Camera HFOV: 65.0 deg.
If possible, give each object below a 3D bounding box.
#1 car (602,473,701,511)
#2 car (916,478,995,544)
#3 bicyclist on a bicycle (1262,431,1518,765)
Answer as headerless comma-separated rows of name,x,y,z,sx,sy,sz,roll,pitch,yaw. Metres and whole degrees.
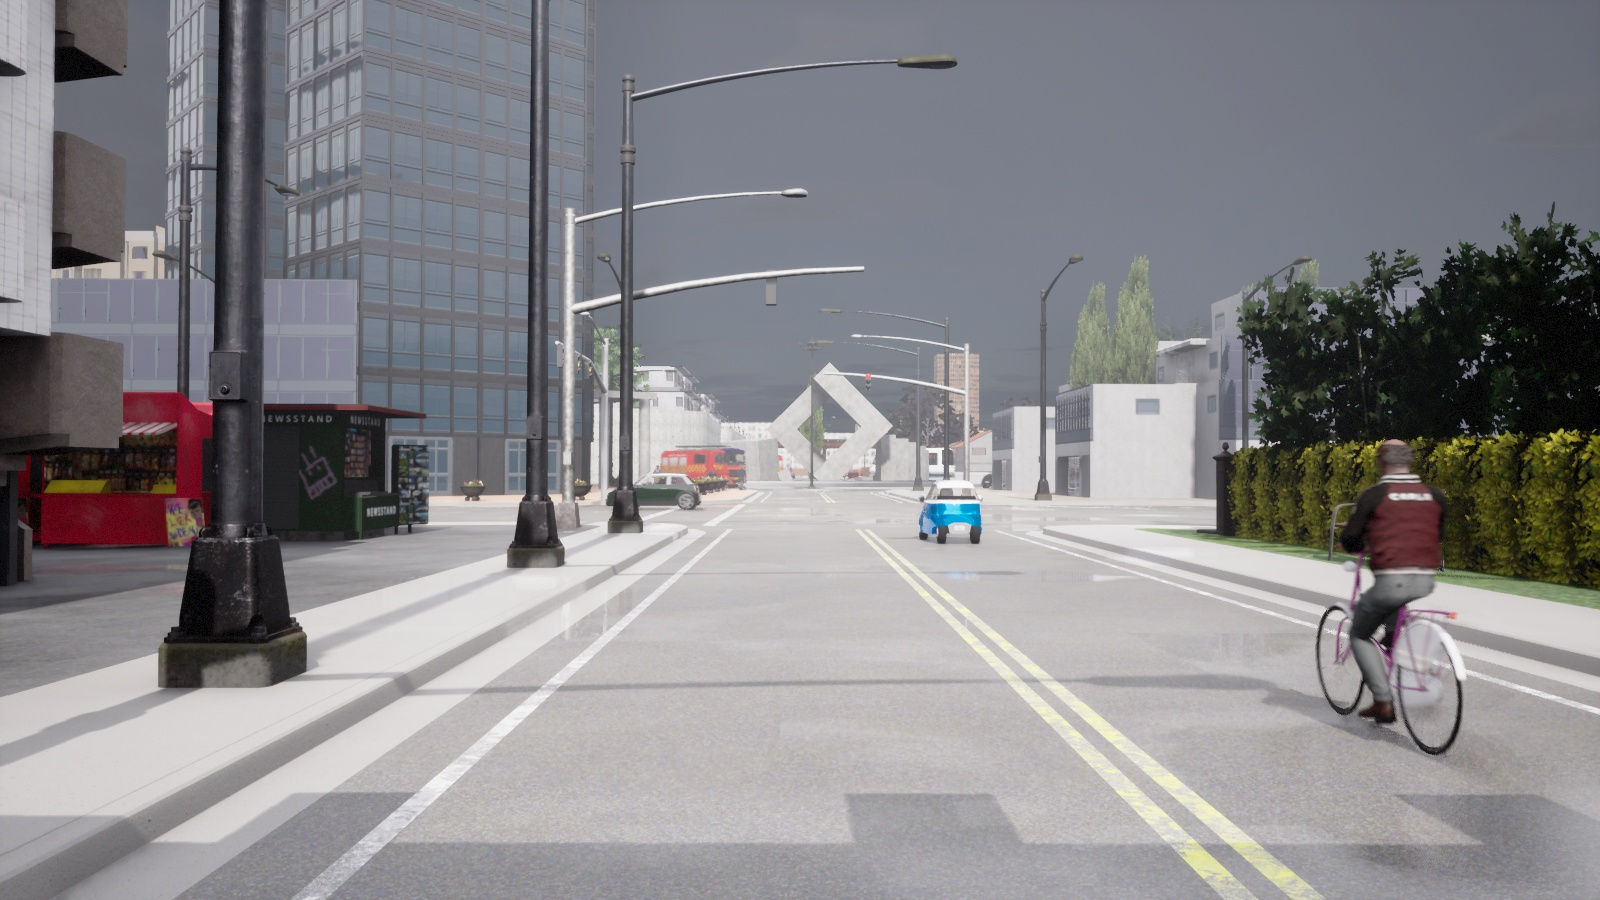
car,-5.973,1.702,50.942,3.806,1.475,1.970,0,-1,-1
car,3.429,1.324,27.981,1.481,1.376,2.207,0,-1,0
bicyclist on a bicycle,3.481,0.799,7.610,0.659,1.776,1.843,0,-1,0
